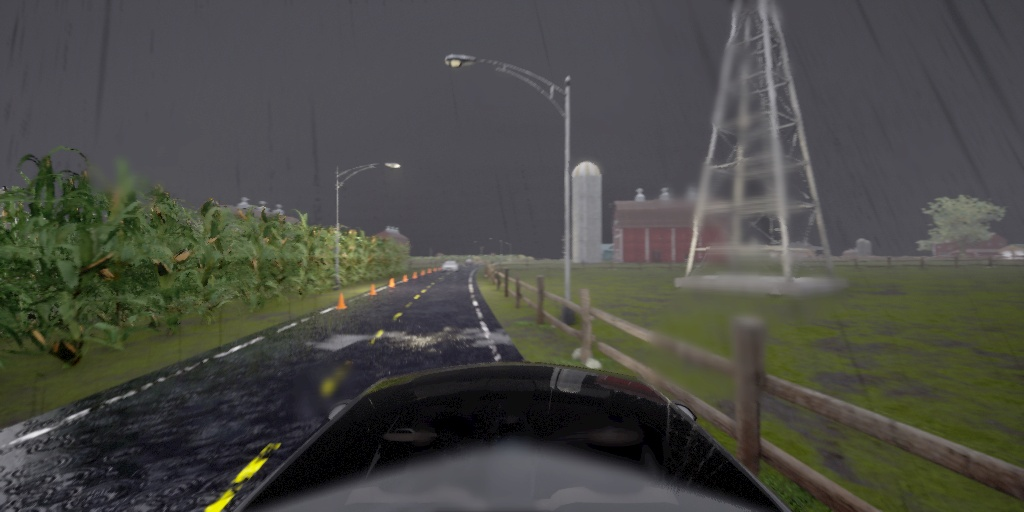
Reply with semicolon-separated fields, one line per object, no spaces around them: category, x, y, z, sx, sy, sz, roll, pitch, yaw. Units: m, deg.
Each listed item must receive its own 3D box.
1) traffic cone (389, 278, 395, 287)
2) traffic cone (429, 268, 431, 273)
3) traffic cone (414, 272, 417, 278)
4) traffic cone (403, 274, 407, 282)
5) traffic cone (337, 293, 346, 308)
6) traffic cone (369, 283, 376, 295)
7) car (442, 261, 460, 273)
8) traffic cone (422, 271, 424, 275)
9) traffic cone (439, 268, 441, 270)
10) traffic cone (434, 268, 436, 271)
traffic cone;-8.005;1.747;23.913;0.340;0.580;0.340;0;0;-7
traffic cone;-10.098;1.793;43.907;0.340;0.580;0.340;0;0;-5
traffic cone;-9.157;1.770;33.899;0.340;0.580;0.340;0;0;-6
traffic cone;-8.607;1.759;28.903;0.340;0.580;0.340;0;0;-7
traffic cone;-6.641;1.726;13.953;0.340;0.580;0.340;0;0;-8
traffic cone;-7.349;1.736;18.929;0.340;0.580;0.340;0;0;-8
car;-7.862;1.369;45.994;1.812;1.442;4.674;0;0;-4
traffic cone;-9.654;1.781;38.901;0.340;0.580;0.340;0;0;-5
traffic cone;-10.826;1.817;53.933;0.340;0.580;0.340;0;0;-4
traffic cone;-10.488;1.805;48.918;0.340;0.580;0.340;0;0;-4
